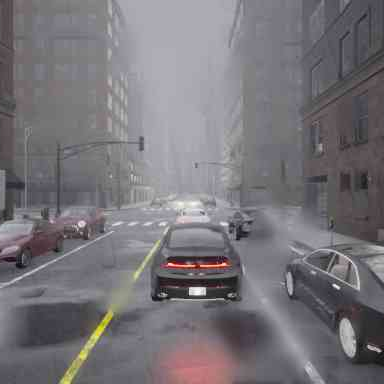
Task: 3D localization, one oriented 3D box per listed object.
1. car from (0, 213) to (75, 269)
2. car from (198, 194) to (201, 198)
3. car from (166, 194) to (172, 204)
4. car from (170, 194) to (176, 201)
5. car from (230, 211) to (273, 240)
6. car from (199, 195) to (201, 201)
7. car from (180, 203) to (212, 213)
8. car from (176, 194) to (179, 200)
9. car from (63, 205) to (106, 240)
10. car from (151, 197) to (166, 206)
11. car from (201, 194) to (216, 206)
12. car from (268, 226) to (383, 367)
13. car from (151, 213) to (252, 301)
[{"bbox_3d":[-5.670,1.582,11.128,1.802,1.307,4.206,0,0,0],"label":"car"},{"bbox_3d":[2.927,1.523,75.356,1.967,1.590,4.097,0,0,0],"label":"car"},{"bbox_3d":[-5.617,1.606,64.550,2.008,1.369,4.403,0,0,0],"label":"car"},{"bbox_3d":[-5.588,1.625,80.605,1.752,1.417,4.829,0,0,0],"label":"car"},{"bbox_3d":[2.855,1.566,16.630,1.947,1.339,4.313,0,0,0],"label":"car"},{"bbox_3d":[2.908,1.606,64.538,2.008,1.369,4.403,0,0,0],"label":"car"},{"bbox_3d":[0.082,1.526,17.442,1.812,1.442,4.674,0,0,-1],"label":"car"},{"bbox_3d":[-5.570,1.455,91.593,2.192,1.841,5.009,0,0,0],"label":"car"},{"bbox_3d":[-5.670,1.440,16.630,1.967,1.590,4.097,0,0,0],"label":"car"},{"bbox_3d":[-5.636,1.617,53.733,1.802,1.307,4.206,0,0,0],"label":"car"},{"bbox_3d":[2.888,1.475,53.720,1.967,1.590,4.097,0,0,0],"label":"car"},{"bbox_3d":[2.855,1.550,5.627,2.008,1.369,4.403,0,0,0],"label":"car"},{"bbox_3d":[0.098,1.505,8.294,1.837,1.490,4.892,0,0,0],"label":"car"}]
